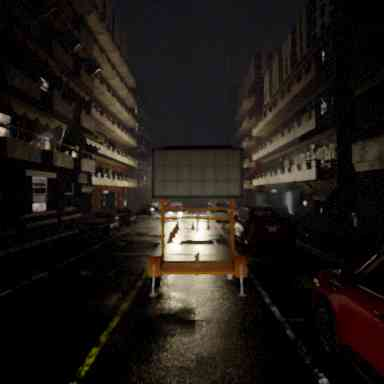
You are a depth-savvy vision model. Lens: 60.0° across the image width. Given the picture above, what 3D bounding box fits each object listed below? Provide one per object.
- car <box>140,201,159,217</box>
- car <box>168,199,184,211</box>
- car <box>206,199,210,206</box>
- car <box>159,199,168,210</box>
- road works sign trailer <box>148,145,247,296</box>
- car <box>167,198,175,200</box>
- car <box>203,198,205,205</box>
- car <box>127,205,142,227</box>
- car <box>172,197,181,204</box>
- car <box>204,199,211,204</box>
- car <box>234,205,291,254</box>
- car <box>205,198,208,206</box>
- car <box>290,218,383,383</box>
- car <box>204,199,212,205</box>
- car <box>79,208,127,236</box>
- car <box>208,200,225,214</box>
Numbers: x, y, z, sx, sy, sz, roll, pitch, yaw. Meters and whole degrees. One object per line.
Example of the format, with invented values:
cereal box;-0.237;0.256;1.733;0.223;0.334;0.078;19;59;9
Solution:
car;-5.147;1.985;36.749;2.008;1.369;4.403;-1;-1;1
car;-2.293;2.162;49.620;1.895;1.301;4.718;0;-1;1
car;3.394;2.077;47.801;1.947;1.339;4.313;-1;-1;1
car;-4.985;2.108;47.951;2.008;1.369;4.403;-1;-1;1
road works sign trailer;0.149;0.563;8.891;2.380;3.560;2.880;0;-1;2
car;-4.828;1.996;59.156;2.192;1.841;5.009;-1;-1;1
car;3.799;2.386;75.807;1.947;1.339;4.313;-1;-1;1
car;-5.309;1.894;25.546;1.802;1.307;4.206;-1;-1;1
car;-4.342;2.369;92.763;2.192;1.841;5.009;-1;-1;1
car;3.963;2.472;87.180;1.752;1.417;4.829;-1;-1;1
car;2.904;1.457;14.198;2.192;1.841;5.009;-1;-1;1
car;3.472;2.013;53.404;1.967;1.590;4.097;-1;-1;1
car;2.741;1.335;2.995;2.192;1.841;5.009;-1;-1;1
car;3.879;2.433;81.409;2.008;1.369;4.403;-1;-1;1
car;-5.389;1.832;19.945;1.802;1.307;4.206;-1;-1;1
car;3.315;1.977;42.371;1.752;1.417;4.829;-1;-1;1
